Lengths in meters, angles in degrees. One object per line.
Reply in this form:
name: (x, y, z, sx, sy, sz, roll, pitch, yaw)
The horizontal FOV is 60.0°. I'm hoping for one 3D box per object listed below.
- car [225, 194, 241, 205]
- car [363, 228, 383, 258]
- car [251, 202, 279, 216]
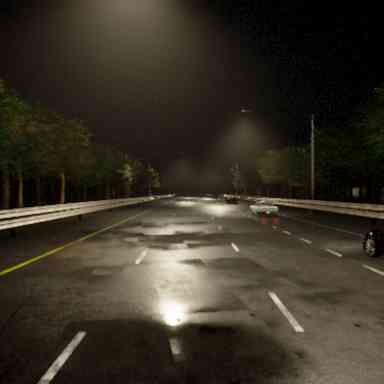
car: (7.026, 1.510, 60.091, 2.128, 1.511, 4.902, 0, 0, 0)
car: (7.003, 1.505, 9.888, 1.837, 1.490, 4.892, 0, 0, 0)
car: (7.005, 1.601, 32.709, 1.895, 1.301, 4.718, 0, 0, 0)
